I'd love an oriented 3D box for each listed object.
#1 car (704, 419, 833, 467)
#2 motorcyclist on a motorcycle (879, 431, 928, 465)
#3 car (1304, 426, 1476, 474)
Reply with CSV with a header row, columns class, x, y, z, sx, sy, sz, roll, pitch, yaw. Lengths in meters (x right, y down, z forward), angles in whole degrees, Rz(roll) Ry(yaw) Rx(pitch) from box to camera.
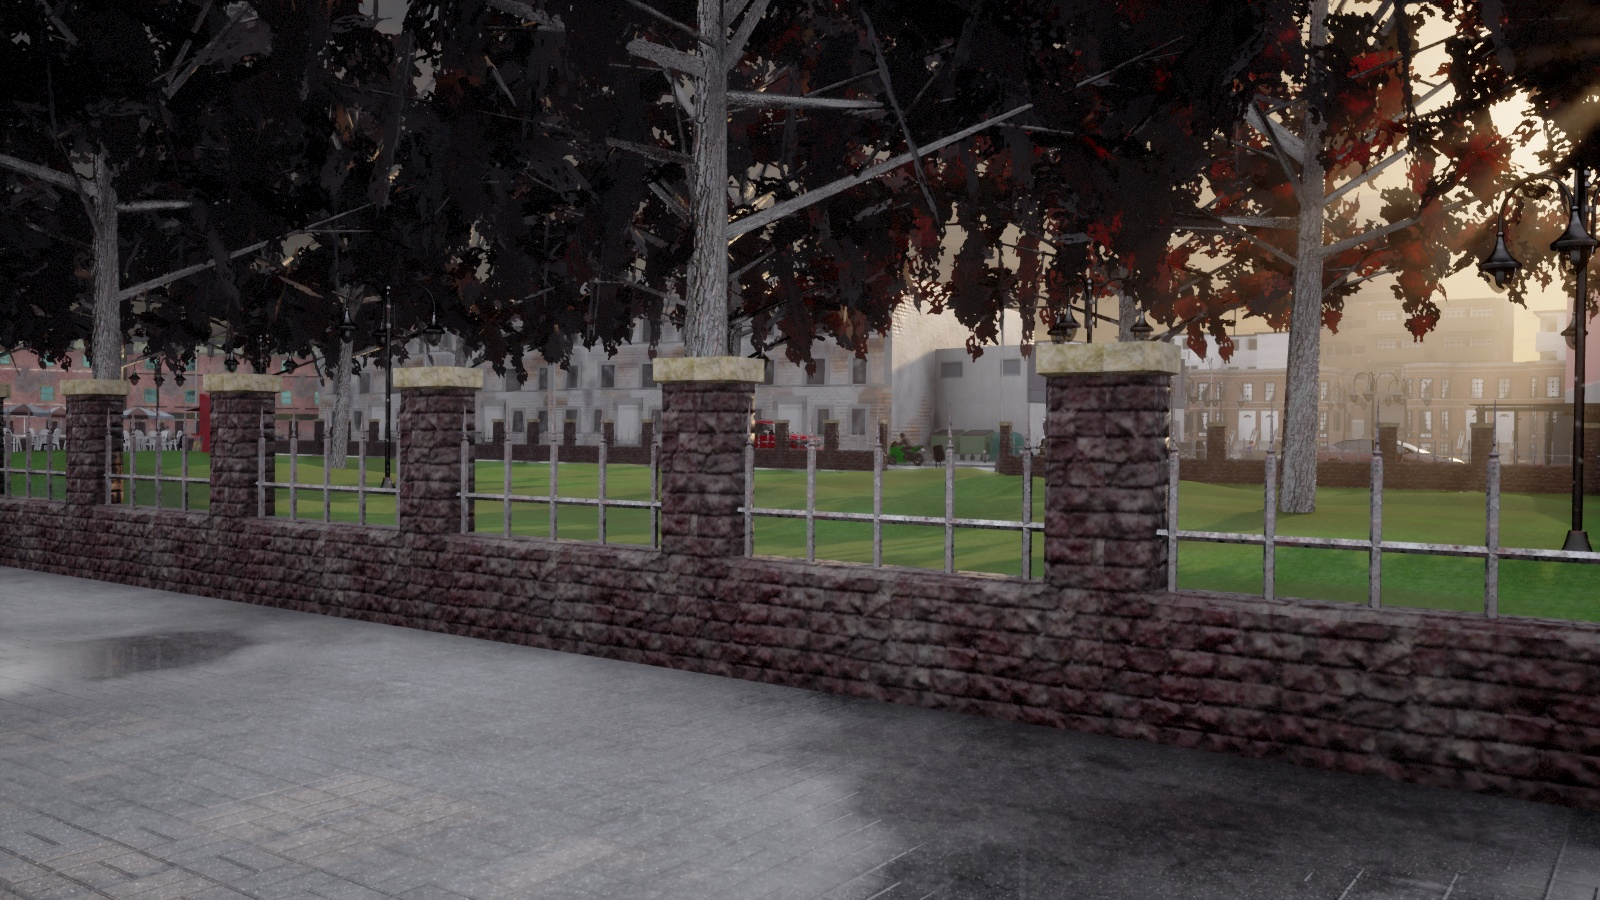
class,x,y,z,sx,sy,sz,roll,pitch,yaw
car,-1.432,-0.301,55.949,5.566,2.045,2.150,0,1,35
motorcyclist on a motorcycle,4.648,-0.100,56.541,2.044,1.523,0.797,0,1,35
car,19.311,-0.006,41.200,4.792,1.488,2.163,0,1,35
